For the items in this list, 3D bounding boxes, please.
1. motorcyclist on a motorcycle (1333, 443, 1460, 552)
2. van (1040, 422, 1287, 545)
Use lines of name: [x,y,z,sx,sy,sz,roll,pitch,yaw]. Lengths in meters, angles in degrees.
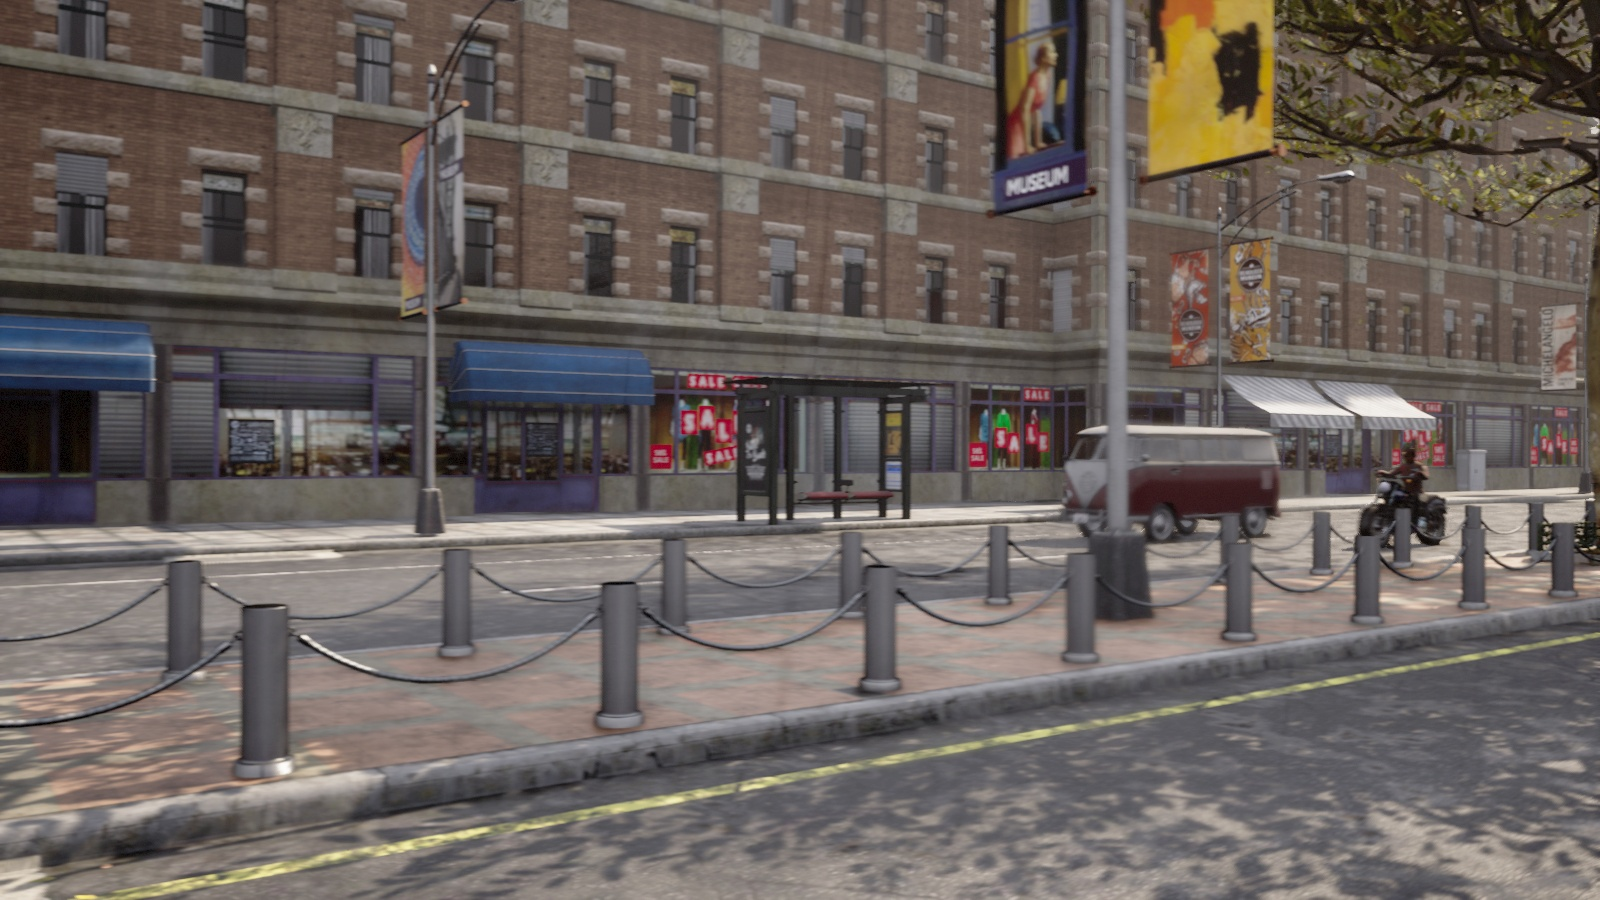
motorcyclist on a motorcycle: [9.539,0.724,20.046,2.350,1.649,0.766,0,0,-35]
van: [6.467,0.538,22.173,4.442,1.987,1.775,0,0,-35]
